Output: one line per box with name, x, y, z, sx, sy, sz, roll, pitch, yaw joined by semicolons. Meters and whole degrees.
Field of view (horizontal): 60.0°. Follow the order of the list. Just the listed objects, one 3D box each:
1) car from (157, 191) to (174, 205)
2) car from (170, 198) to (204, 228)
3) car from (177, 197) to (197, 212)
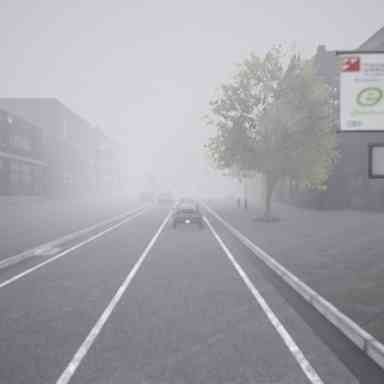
car;-3.941;0.886;50.022;2.150;2.045;5.566;0;1;-1
car;-0.294;1.415;21.485;1.837;1.490;4.892;0;1;-1
car;-0.586;1.314;36.563;2.033;1.411;5.357;0;1;-1
